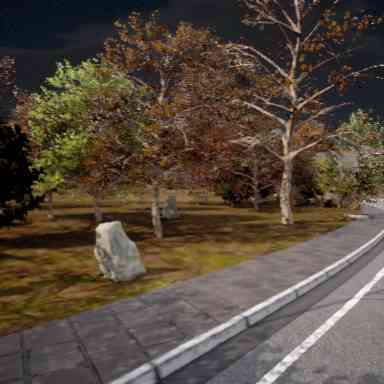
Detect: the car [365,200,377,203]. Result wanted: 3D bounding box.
[{"bbox_3d":[33.531,1.277,63.173,1.837,1.490,4.892,-2,-1,15],"label":"car"}]
